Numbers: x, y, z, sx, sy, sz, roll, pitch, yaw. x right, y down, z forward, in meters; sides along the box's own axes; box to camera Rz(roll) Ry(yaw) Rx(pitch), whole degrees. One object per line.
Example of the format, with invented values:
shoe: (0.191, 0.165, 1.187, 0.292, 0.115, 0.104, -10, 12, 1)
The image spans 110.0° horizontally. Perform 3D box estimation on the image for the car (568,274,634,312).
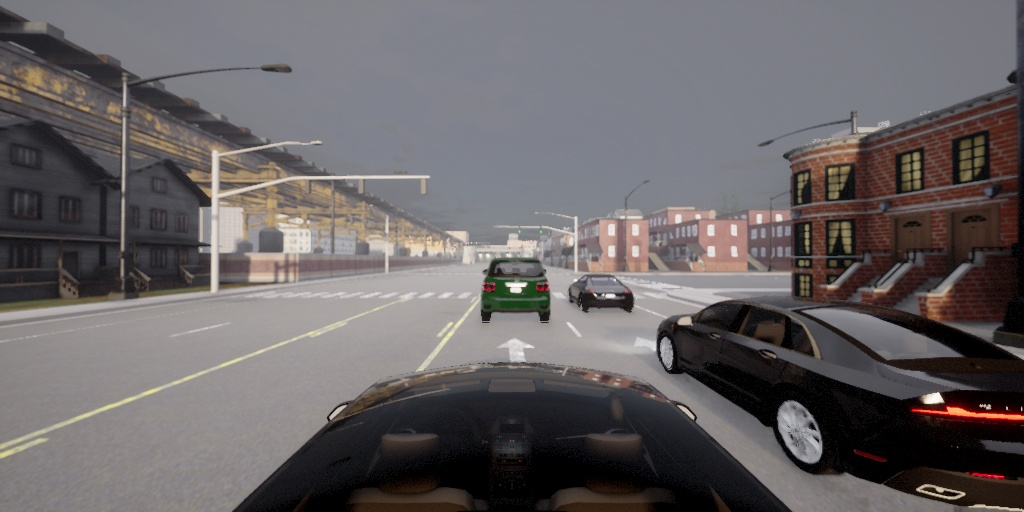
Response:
car: (3.593, 1.445, 15.082, 1.994, 1.385, 4.181, 0, -1, 0)

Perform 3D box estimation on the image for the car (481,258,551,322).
car: (0.096, 1.082, 12.914, 2.150, 2.045, 5.566, 0, -1, 0)

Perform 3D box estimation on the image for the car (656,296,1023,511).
car: (3.598, 1.286, 4.766, 1.837, 1.490, 4.892, 0, 0, 0)
